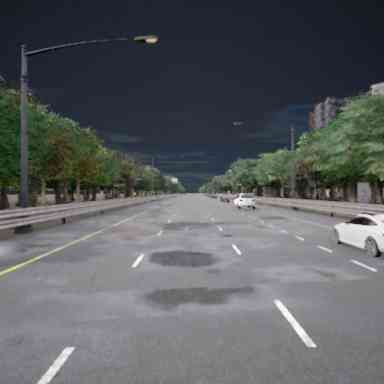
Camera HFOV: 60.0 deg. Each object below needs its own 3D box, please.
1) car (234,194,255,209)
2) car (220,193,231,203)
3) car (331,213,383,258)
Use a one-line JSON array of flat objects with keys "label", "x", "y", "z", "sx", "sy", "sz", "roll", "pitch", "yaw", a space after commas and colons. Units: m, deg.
[{"label": "car", "x": 6.973, "y": 1.231, "z": 44.379, "sx": 2.150, "sy": 2.045, "sz": 5.566, "roll": 0, "pitch": 0, "yaw": 0}, {"label": "car", "x": 6.981, "y": 1.561, "z": 71.434, "sx": 1.812, "sy": 1.442, "sz": 4.674, "roll": 0, "pitch": 0, "yaw": 0}, {"label": "car", "x": 6.991, "y": 1.535, "z": 12.601, "sx": 1.812, "sy": 1.442, "sz": 4.674, "roll": 0, "pitch": 0, "yaw": 0}]
